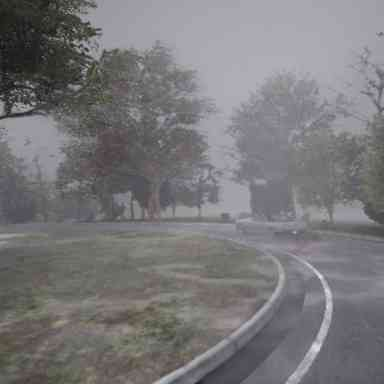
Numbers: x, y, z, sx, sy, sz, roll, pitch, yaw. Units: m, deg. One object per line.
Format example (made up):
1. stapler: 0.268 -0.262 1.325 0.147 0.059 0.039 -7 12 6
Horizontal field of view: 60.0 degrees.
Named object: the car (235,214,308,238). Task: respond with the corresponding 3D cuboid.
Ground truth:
1. car: 4.540 1.942 19.939 1.895 1.301 4.718 0 -1 -27
